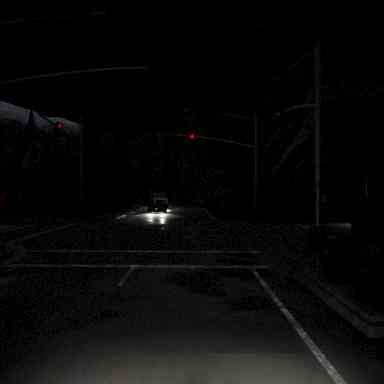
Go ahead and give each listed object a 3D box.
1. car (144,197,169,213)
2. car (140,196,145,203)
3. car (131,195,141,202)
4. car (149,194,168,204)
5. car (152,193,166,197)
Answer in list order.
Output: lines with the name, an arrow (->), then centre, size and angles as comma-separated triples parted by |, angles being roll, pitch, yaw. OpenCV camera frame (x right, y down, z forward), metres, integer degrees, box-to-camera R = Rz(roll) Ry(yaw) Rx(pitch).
car -> -3.757, 1.564, 36.485 | 1.994, 1.385, 4.181 | 0, 0, -2
car -> -6.877, 1.601, 55.753 | 1.895, 1.301, 4.718 | 0, 0, -19
car -> -12.345, 1.480, 73.213 | 4.902, 1.511, 2.128 | 0, 0, 42
car -> -6.596, 1.352, 64.907 | 2.097, 1.767, 4.553 | 0, 0, -27
car -> -4.506, 1.221, 46.112 | 2.150, 2.045, 5.566 | 0, 0, -10
